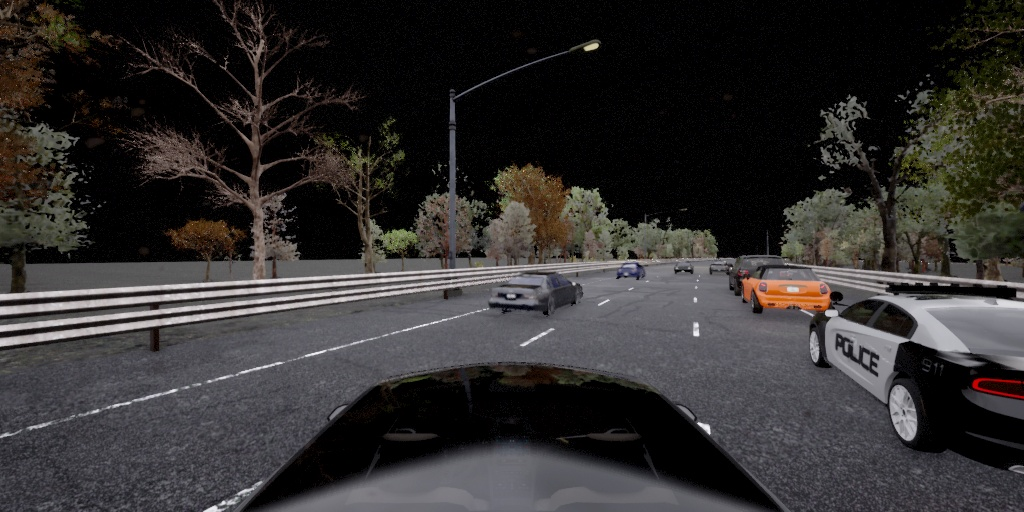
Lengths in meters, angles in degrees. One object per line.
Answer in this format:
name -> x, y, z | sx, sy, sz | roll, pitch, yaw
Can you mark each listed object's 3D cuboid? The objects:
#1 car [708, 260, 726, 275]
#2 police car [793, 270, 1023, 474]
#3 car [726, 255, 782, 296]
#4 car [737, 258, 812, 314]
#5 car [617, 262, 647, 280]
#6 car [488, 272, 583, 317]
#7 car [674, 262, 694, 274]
car -> 22.675, 1.259, 39.231 | 2.128, 1.511, 4.902 | 0, 0, 30
police car -> 5.637, 1.174, 4.743 | 1.930, 1.638, 5.238 | 0, 0, 26
car -> 12.761, 0.977, 18.755 | 2.150, 2.045, 5.566 | 0, 0, 28
car -> 10.015, 1.101, 13.438 | 2.097, 1.767, 4.553 | 0, 0, 27
car -> 10.410, 1.282, 31.249 | 1.812, 1.442, 4.674 | 0, 0, 28
car -> 1.106, 1.297, 13.433 | 2.033, 1.411, 5.357 | 0, 0, 27
car -> 19.545, 1.367, 40.641 | 1.895, 1.301, 4.718 | 0, 0, 29
